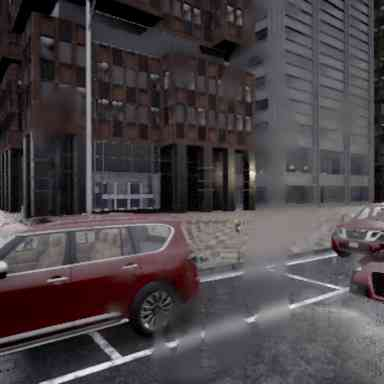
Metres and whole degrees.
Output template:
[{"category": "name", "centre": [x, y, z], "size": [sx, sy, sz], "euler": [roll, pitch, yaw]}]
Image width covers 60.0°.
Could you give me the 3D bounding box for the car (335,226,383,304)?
[{"category": "car", "centre": [5.219, 1.551, 7.100], "size": [4.181, 1.385, 1.994], "euler": [0, 0, -35]}]

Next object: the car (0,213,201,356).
[{"category": "car", "centre": [-2.172, 1.313, 5.104], "size": [5.009, 1.841, 2.192], "euler": [0, 0, -36]}]

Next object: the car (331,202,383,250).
[{"category": "car", "centre": [7.012, 1.296, 11.656], "size": [5.009, 1.841, 2.192], "euler": [0, 0, -36]}]
